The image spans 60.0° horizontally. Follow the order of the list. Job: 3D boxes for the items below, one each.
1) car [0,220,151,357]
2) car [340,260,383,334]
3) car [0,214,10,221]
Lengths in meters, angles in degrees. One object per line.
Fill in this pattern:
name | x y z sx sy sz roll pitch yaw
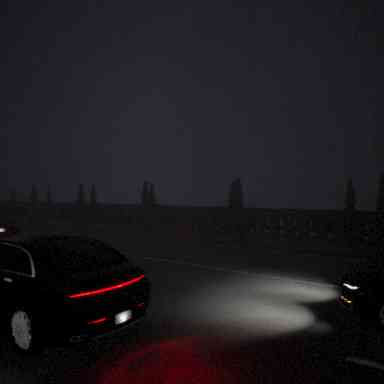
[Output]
car | -2.934 1.510 6.085 4.892 1.490 1.837 0 0 36
car | 4.822 1.504 4.851 4.892 1.490 1.837 0 0 36
car | -9.646 1.586 15.175 4.181 1.385 1.994 0 0 36
